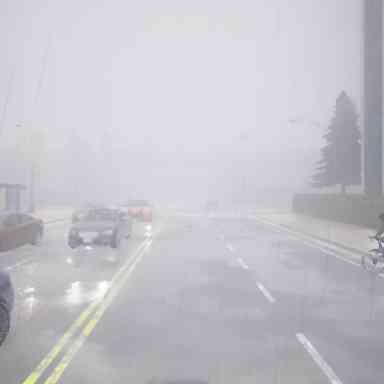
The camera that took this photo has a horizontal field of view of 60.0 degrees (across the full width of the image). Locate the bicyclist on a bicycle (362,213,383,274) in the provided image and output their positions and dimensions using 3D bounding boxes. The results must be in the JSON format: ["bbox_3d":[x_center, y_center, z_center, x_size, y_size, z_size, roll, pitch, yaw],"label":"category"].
[{"bbox_3d":[5.377,1.385,8.992,1.656,1.620,0.582,-4,0,-1],"label":"bicyclist on a bicycle"}]

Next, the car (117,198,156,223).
[{"bbox_3d":[-3.930,1.340,25.018,2.097,1.767,4.553,0,0,-1],"label":"car"}]

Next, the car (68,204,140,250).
[{"bbox_3d":[-3.815,1.486,14.487,2.128,1.511,4.902,0,0,-1],"label":"car"}]

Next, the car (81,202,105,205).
[{"bbox_3d":[-7.428,1.481,24.795,2.128,1.511,4.902,0,0,-1],"label":"car"}]

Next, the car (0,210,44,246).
[{"bbox_3d":[-7.281,1.472,12.326,1.882,1.535,5.008,0,0,-1],"label":"car"}]

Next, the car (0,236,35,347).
[{"bbox_3d":[-3.616,1.524,3.383,1.812,1.442,4.674,0,0,-1],"label":"car"}]

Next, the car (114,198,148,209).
[{"bbox_3d":[-8.392,1.490,45.693,4.181,1.385,1.994,0,0,29],"label":"car"}]

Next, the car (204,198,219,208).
[{"bbox_3d":[2.803,1.490,47.208,2.033,1.411,5.357,0,0,-1],"label":"car"}]
